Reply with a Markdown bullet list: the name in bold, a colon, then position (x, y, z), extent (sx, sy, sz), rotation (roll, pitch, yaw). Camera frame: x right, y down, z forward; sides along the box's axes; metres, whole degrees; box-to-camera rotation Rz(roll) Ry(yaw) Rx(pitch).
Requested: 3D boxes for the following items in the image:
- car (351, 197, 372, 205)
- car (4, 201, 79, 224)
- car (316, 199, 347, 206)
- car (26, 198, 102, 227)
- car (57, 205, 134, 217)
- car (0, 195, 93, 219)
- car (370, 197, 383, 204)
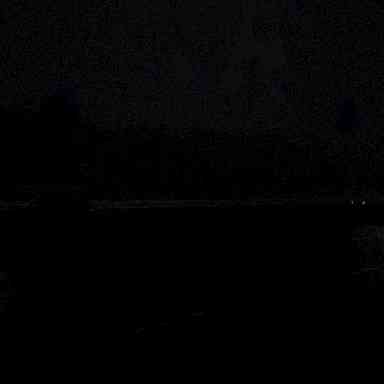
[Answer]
- **car**: position (24.566, 1.482, 47.280), extent (4.553, 1.767, 2.097), rotation (0, 0, -35)
- **car**: position (-11.593, 1.478, 25.816), extent (5.008, 1.535, 1.882), rotation (0, 0, -35)
- **car**: position (20.544, 1.664, 48.718), extent (5.357, 1.411, 2.033), rotation (0, 0, -35)
- **car**: position (-8.952, 1.353, 23.403), extent (4.553, 1.767, 2.097), rotation (0, 0, -35)
- **car**: position (-4.660, 1.565, 17.866), extent (4.181, 1.385, 1.994), rotation (0, 0, -35)
- **car**: position (-8.491, 1.222, 19.431), extent (5.566, 2.045, 2.150), rotation (0, 0, -36)
- **car**: position (25.891, 1.689, 43.929), extent (4.181, 1.385, 1.994), rotation (0, 0, -35)
